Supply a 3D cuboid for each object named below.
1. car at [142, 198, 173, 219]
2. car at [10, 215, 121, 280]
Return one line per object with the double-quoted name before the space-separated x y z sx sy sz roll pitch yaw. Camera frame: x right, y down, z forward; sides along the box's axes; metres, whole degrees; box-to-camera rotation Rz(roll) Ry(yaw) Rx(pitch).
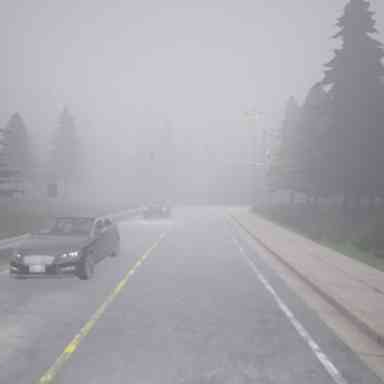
"car" -2.829 1.284 28.291 2.097 1.767 4.553 0 0 3
"car" -3.464 1.469 9.989 2.128 1.511 4.902 0 0 1
